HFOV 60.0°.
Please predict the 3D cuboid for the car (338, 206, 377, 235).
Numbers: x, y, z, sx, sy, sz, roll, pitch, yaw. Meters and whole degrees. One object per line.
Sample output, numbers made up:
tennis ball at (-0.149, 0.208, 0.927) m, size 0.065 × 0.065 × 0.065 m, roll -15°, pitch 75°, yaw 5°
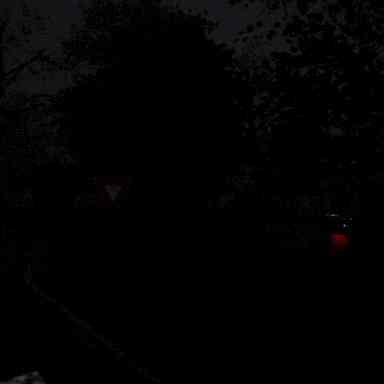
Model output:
car at (11.768, 1.871, 20.737) m, size 4.892 × 1.490 × 1.837 m, roll 2°, pitch -1°, yaw -7°
